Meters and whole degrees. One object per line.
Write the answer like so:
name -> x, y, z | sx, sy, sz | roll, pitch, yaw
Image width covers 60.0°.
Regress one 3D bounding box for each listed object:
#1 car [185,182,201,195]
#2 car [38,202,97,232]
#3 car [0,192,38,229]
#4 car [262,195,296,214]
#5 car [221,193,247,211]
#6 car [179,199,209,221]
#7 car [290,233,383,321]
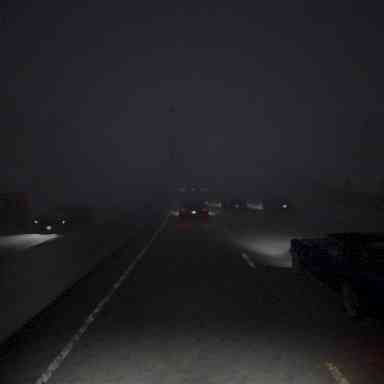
car -> 0.091, -0.535, 42.501 | 2.163, 1.488, 4.792 | 0, 7, 0
car -> -6.995, 1.306, 18.933 | 2.033, 1.411, 5.357 | 0, 2, 0
car -> -10.515, 1.022, 17.216 | 2.150, 2.045, 5.566 | 0, 1, 1
car -> 7.126, 0.945, 27.520 | 1.994, 1.385, 4.181 | 0, 3, 0
car -> 3.627, 0.800, 29.130 | 1.812, 1.442, 4.674 | 0, 4, 0
car -> 0.123, 1.178, 23.127 | 1.994, 1.385, 4.181 | 0, 2, 0
car -> 3.607, 1.523, 7.095 | 1.895, 1.301, 4.718 | 0, 1, 0
